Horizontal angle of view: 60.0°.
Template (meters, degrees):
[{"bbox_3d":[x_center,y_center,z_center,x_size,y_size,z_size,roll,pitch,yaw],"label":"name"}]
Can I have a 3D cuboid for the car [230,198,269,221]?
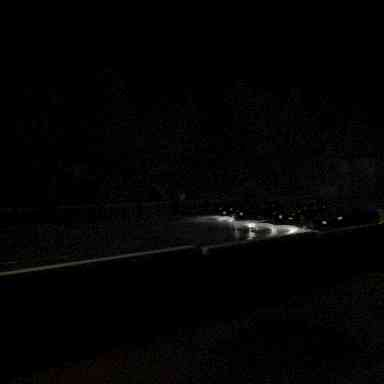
[{"bbox_3d":[5.480,1.266,25.091,4.892,1.490,1.837,-1,1,-35],"label":"car"}]

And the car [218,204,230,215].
[{"bbox_3d":[4.840,1.281,28.930,5.357,1.411,2.033,-1,1,-35],"label":"car"}]

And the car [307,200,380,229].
[{"bbox_3d":[8.882,1.300,18.919,4.674,1.442,1.812,-1,1,-35],"label":"car"}]

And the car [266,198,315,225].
[{"bbox_3d":[7.511,1.266,22.242,4.892,1.490,1.837,-1,1,-35],"label":"car"}]
